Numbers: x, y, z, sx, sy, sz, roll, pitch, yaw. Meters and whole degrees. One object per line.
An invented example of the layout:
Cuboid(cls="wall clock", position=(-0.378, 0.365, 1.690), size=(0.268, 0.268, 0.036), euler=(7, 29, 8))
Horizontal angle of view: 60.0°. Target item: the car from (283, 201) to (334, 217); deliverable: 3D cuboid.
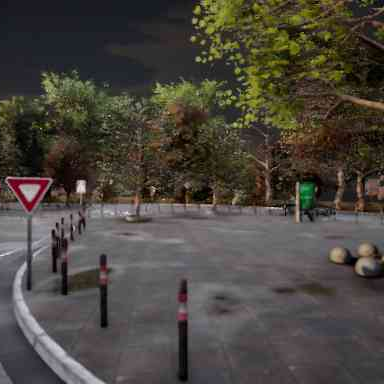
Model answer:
Cuboid(cls="car", position=(9.569, 1.350, 27.479), size=(1.994, 1.385, 4.181), euler=(0, 0, -32))
